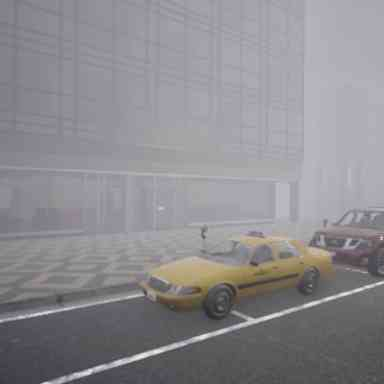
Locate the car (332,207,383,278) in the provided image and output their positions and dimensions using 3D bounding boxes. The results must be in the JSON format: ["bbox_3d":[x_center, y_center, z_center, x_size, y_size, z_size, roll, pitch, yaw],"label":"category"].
[{"bbox_3d":[5.974,1.436,10.782,5.009,1.841,2.192,1,-1,-35],"label":"car"}]

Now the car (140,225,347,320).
[{"bbox_3d":[1.241,1.580,7.412,4.829,1.417,1.752,1,0,-35],"label":"car"}]
